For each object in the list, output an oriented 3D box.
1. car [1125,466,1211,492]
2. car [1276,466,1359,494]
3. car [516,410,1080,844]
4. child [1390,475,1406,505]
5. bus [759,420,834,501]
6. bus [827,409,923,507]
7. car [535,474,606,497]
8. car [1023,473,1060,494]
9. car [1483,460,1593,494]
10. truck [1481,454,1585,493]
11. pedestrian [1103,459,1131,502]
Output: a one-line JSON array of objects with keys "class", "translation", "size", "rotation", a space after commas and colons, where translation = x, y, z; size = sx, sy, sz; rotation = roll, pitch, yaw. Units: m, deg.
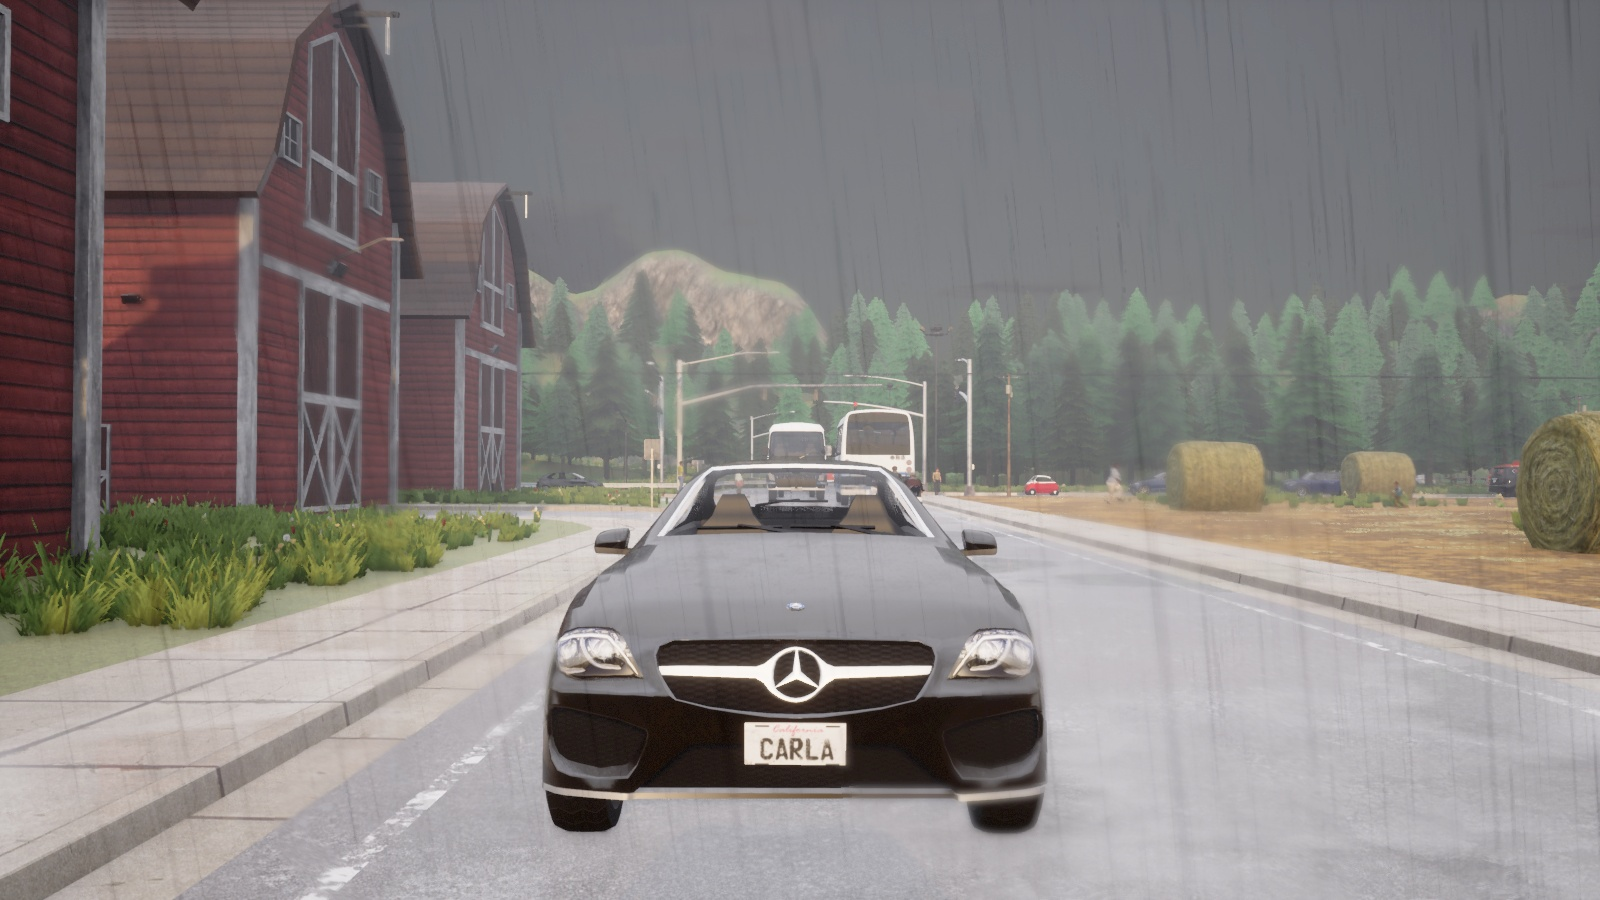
[{"class": "car", "translation": [24.154, 1.905, 82.490], "size": [5.027, 1.651, 2.152], "rotation": [0, -1, 1]}, {"class": "car", "translation": [33.914, 1.943, 82.336], "size": [4.553, 1.767, 2.097], "rotation": [0, -1, 1]}, {"class": "car", "translation": [-0.019, 0.716, 7.320], "size": [2.152, 1.651, 5.027], "rotation": [0, -1, 0]}, {"class": "child", "translation": [23.549, 1.581, 49.446], "size": [0.448, 1.192, 0.343], "rotation": [0, -1, 0]}, {"class": "bus", "translation": [-0.181, 0.638, 71.583], "size": [3.944, 4.253, 10.273], "rotation": [0, -1, 0]}, {"class": "bus", "translation": [3.349, 0.417, 59.418], "size": [3.944, 4.253, 10.273], "rotation": [0, -1, 0]}, {"class": "car", "translation": [-14.528, 2.246, 79.589], "size": [4.193, 1.474, 1.816], "rotation": [0, -1, 1]}, {"class": "car", "translation": [15.880, 2.216, 82.614], "size": [2.207, 1.376, 1.481], "rotation": [0, -1, 1]}, {"class": "car", "translation": [46.188, 1.693, 78.649], "size": [5.566, 2.045, 2.150], "rotation": [0, -1, 1]}, {"class": "truck", "translation": [47.813, 1.537, 82.045], "size": [5.204, 2.467, 2.627], "rotation": [0, -1, 5]}, {"class": "pedestrian", "translation": [13.641, 1.316, 54.107], "size": [0.900, 1.855, 0.874], "rotation": [-1, -1, 36]}]
